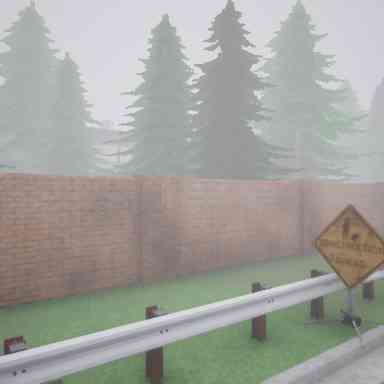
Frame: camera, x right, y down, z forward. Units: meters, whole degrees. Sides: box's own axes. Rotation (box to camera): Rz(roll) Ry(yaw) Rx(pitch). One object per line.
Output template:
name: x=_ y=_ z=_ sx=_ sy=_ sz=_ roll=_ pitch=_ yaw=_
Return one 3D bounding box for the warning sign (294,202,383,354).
warning sign: x=2.419 y=1.115 z=5.042 sx=1.060 sy=1.860 sz=1.300 roll=0 pitch=0 yaw=-35
